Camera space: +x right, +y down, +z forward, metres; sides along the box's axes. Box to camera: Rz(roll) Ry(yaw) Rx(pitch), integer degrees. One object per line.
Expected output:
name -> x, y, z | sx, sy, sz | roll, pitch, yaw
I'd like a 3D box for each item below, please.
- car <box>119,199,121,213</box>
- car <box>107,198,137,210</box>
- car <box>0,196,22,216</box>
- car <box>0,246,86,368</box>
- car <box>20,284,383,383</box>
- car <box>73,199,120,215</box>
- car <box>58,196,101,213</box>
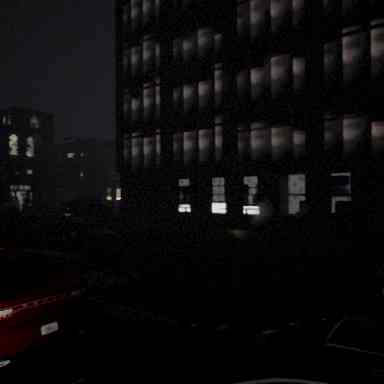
car -> -6.977, 1.645, 40.305 | 1.967, 1.590, 4.097 | -1, -1, 36
car -> -10.463, 1.741, 49.725 | 1.967, 1.590, 4.097 | -1, -1, 36
car -> -19.722, 1.406, 32.710 | 2.150, 2.045, 5.566 | -1, -1, 36
car -> -3.584, 1.561, 5.420 | 4.507, 1.381, 1.887 | 0, 0, 35
car -> 1.058, 1.551, 2.126 | 4.403, 1.369, 2.008 | 0, 0, 35
car -> -10.219, 1.759, 35.819 | 1.802, 1.307, 4.206 | -1, -1, 36
car -> -13.617, 1.457, 41.020 | 2.150, 2.045, 5.566 | -1, -1, 36
